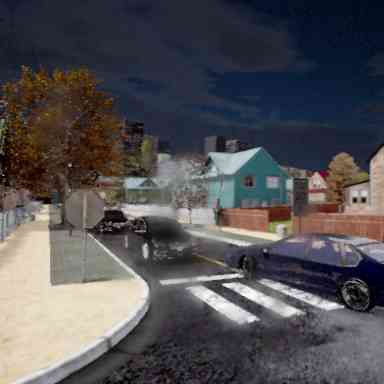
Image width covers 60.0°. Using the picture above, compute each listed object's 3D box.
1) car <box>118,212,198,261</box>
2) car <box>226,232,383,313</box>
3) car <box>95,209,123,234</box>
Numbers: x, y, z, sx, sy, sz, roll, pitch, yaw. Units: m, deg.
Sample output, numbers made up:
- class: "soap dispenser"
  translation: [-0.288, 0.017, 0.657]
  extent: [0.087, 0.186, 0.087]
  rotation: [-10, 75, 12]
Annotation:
- class: "car"
  translation: [-1.401, 1.742, 13.403]
  extent: [1.837, 1.490, 4.892]
  rotation: [1, -2, -24]
- class: "car"
  translation: [3.187, 1.708, 8.149]
  extent: [2.033, 1.411, 5.357]
  rotation: [1, -1, -35]
- class: "car"
  translation: [-5.440, 1.956, 22.719]
  extent: [1.837, 1.490, 4.892]
  rotation: [1, -1, -23]
